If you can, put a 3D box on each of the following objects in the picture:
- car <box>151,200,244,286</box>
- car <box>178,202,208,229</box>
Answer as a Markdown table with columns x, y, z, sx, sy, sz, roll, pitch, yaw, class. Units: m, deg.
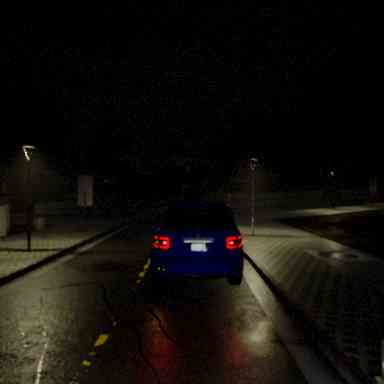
| x | y | z | sx | sy | sz | roll | pitch | yaw | class |
| --- | --- | --- | --- | --- | --- | --- | --- | --- | --- |
| 0.102 | 1.239 | 9.620 | 2.150 | 2.045 | 5.566 | 0 | 0 | -1 | car |
| 0.173 | 1.515 | 23.171 | 1.882 | 1.535 | 5.008 | 0 | 0 | 2 | car |
